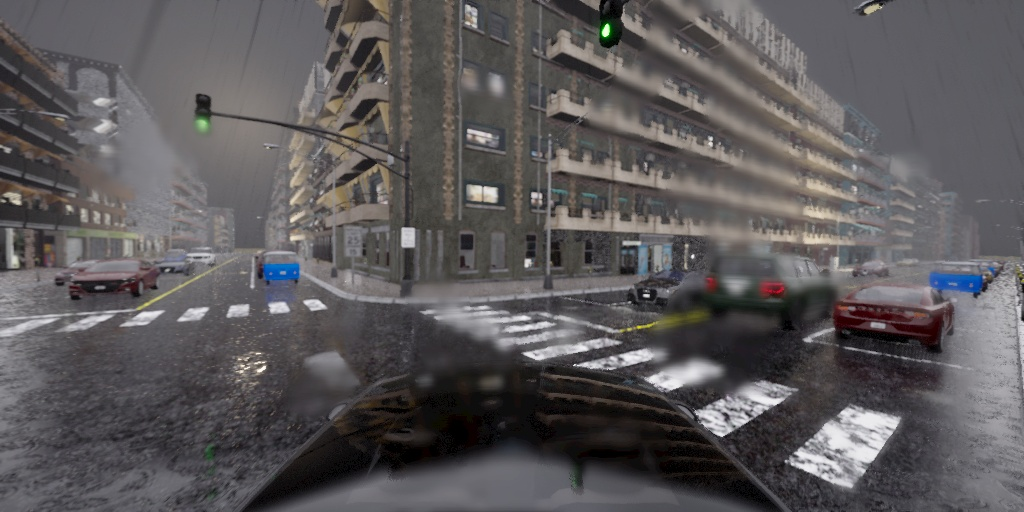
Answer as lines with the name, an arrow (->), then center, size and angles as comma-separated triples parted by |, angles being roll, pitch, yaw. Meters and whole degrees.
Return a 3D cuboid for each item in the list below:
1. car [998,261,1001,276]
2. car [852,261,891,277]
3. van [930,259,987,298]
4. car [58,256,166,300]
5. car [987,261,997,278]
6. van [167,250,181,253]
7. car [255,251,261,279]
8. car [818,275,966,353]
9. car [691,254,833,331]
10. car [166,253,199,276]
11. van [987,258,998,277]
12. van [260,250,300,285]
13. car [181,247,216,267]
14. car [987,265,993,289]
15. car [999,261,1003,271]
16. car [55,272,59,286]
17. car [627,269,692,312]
car -> 46.653, 1.476, 35.548 | 4.207, 1.307, 1.802 | 0, 0, -36
car -> 32.516, 1.229, 32.410 | 4.674, 1.442, 1.812 | 0, 1, -35
van -> 23.554, 1.183, 18.984 | 3.998, 1.789, 1.690 | 0, 0, -36
car -> -16.831, 0.866, 15.413 | 1.882, 1.535, 5.008 | -1, 1, -36
car -> 37.551, 1.396, 29.022 | 4.829, 1.417, 1.751 | 0, 0, -36
van -> -39.642, 0.126, 42.445 | 1.690, 1.789, 3.998 | 0, 0, -36
car -> -16.535, 0.506, 24.992 | 2.192, 1.841, 5.009 | 0, 0, -36
car -> 9.697, 1.365, 9.043 | 4.507, 1.381, 1.888 | 0, 0, -36
car -> 8.235, 0.971, 11.275 | 5.566, 2.045, 2.150 | 0, 2, -36
car -> -24.076, 0.722, 25.508 | 1.994, 1.385, 4.181 | -1, 1, -35
van -> 42.033, 1.223, 32.235 | 3.998, 1.789, 1.690 | 0, 0, -36
van -> -13.254, 0.633, 20.582 | 1.690, 1.789, 3.998 | 0, 0, -36
car -> -33.446, 0.098, 38.579 | 2.150, 2.045, 5.566 | -1, 1, -35
car -> 28.172, 1.432, 22.298 | 4.207, 1.307, 1.802 | 0, 0, -36
car -> 51.272, 1.473, 38.860 | 4.313, 1.339, 1.948 | 0, 0, -36
car -> -23.520, 0.853, 20.032 | 1.802, 1.307, 4.207 | 0, 0, -36
car -> 6.347, 1.218, 13.750 | 4.181, 1.385, 1.994 | 0, 2, -35
